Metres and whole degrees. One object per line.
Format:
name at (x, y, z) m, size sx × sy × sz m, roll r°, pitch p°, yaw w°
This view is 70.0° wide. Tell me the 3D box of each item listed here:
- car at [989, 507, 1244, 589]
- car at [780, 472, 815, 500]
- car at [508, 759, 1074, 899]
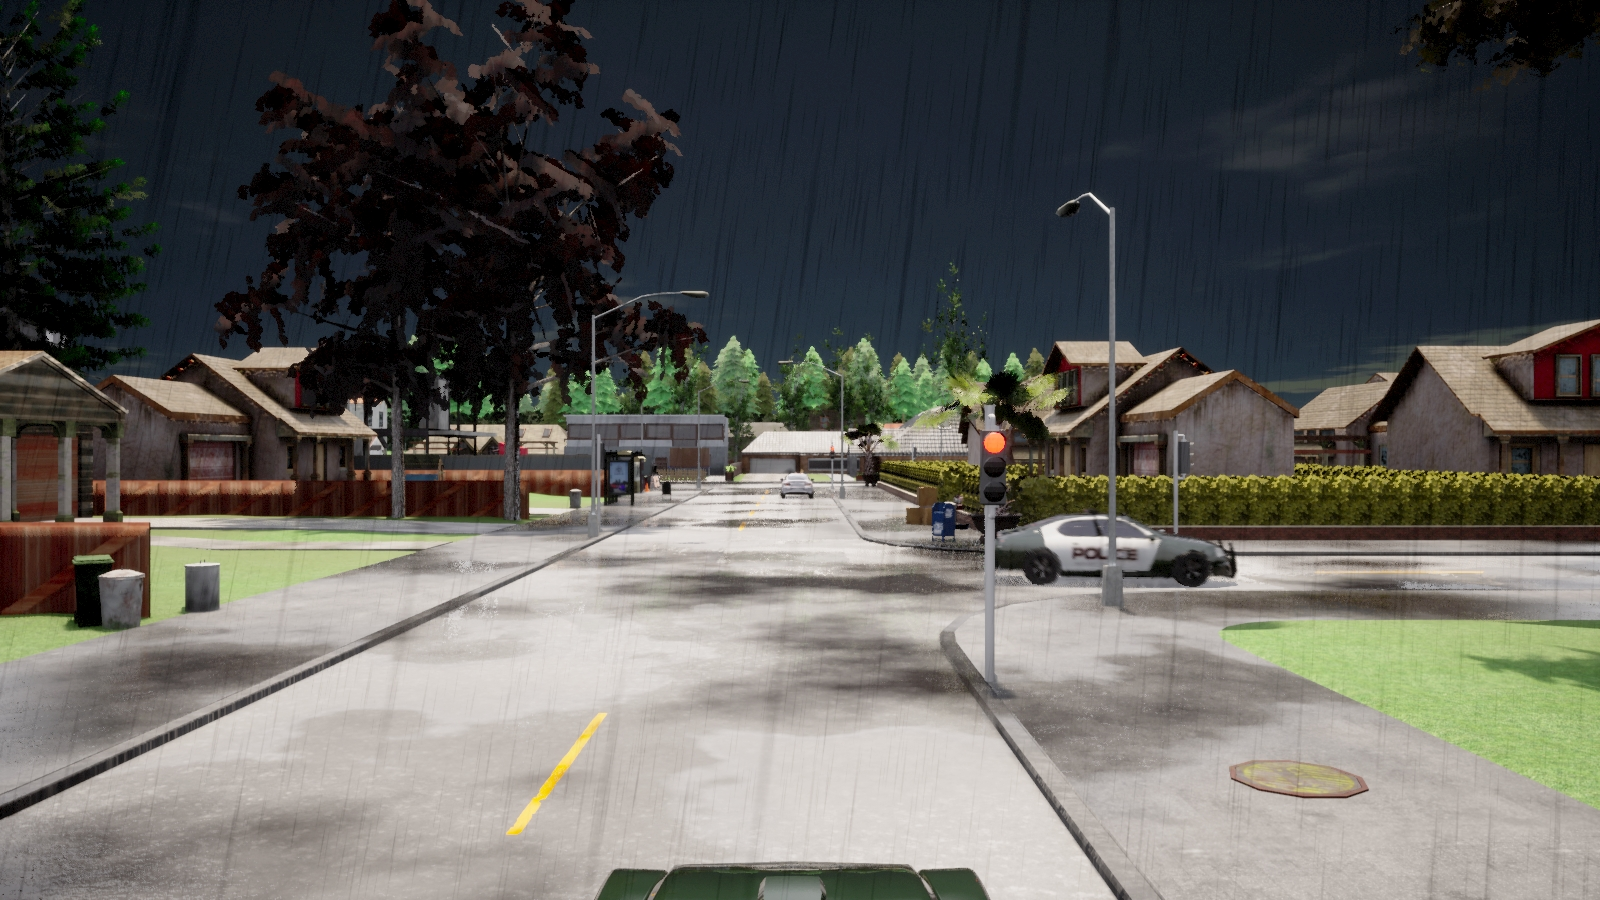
car at (6.588, 2.038, 24.296) m, size 4.974 × 1.542 × 2.038 m, roll 0°, pitch 0°, yaw 7°
car at (-0.164, 2.081, 66.907) m, size 2.002 × 1.442 × 4.674 m, roll 0°, pitch 0°, yaw 0°
car at (-0.028, 2.155, 3.193) m, size 1.895 × 1.301 × 4.718 m, roll 0°, pitch 0°, yaw 0°
